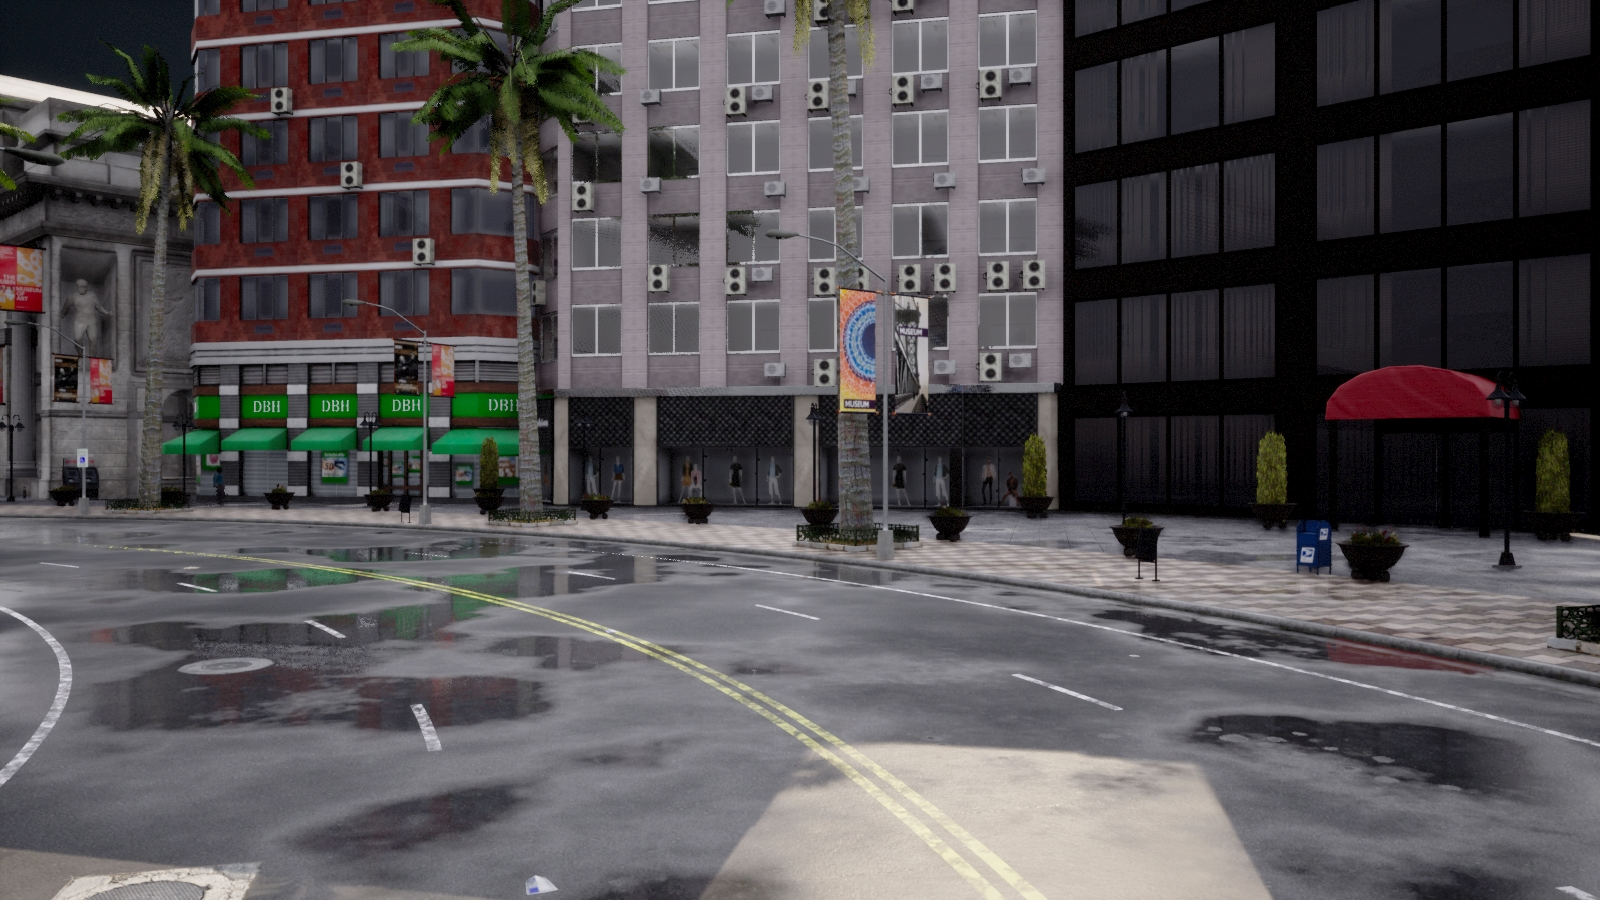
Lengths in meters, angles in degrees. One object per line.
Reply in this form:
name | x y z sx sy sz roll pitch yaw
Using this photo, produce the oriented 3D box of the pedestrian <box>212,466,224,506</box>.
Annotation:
pedestrian | -27.391 1.703 53.785 0.375 1.860 0.375 0 0 15
